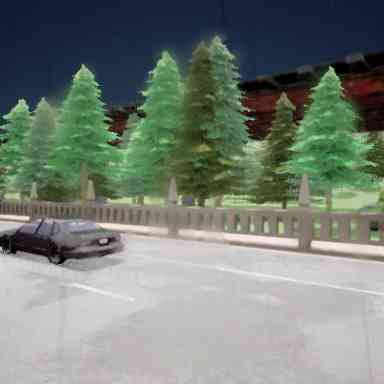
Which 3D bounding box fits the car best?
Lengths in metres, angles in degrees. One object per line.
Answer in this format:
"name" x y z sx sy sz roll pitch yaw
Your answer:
"car" -4.725 1.538 11.592 5.357 1.411 2.033 0 0 36
